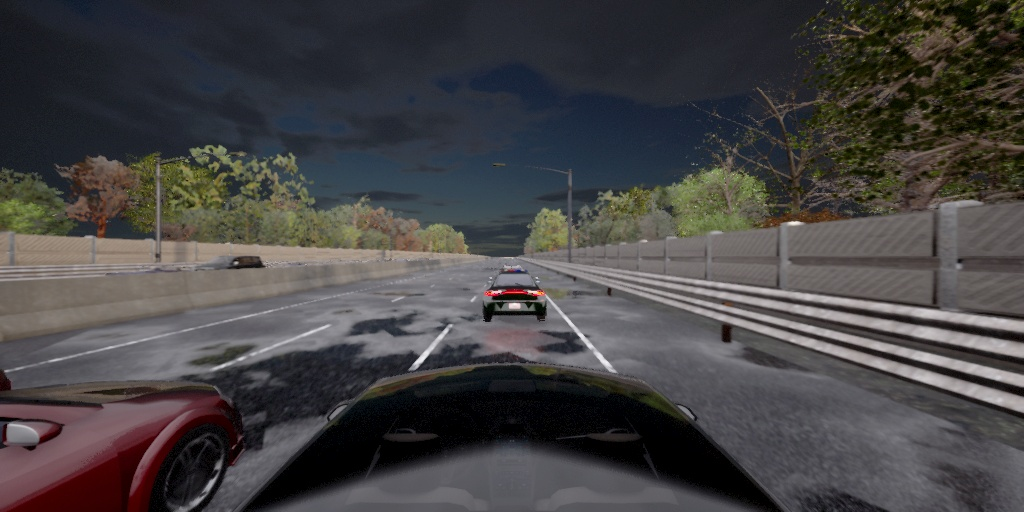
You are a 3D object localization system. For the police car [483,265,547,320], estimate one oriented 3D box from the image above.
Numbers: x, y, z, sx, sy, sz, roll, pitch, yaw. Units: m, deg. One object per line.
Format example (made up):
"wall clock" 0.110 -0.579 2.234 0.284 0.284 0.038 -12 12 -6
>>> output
"police car" 0.076 1.257 12.700 2.038 1.542 4.974 0 0 0

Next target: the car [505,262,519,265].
"car" -0.018 1.360 44.438 1.895 1.301 4.718 0 0 0

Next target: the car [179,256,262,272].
"car" -21.163 0.980 26.909 2.150 2.045 5.566 0 0 0

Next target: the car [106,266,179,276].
"car" -24.657 1.359 24.684 1.895 1.301 4.718 0 0 0

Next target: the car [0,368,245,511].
"car" -3.405 1.314 1.506 1.994 1.385 4.181 0 0 0

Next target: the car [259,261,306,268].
"car" -17.666 1.322 28.794 1.994 1.385 4.181 0 0 0

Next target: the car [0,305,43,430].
"car" -6.906 1.315 2.423 1.994 1.385 4.181 0 0 0
